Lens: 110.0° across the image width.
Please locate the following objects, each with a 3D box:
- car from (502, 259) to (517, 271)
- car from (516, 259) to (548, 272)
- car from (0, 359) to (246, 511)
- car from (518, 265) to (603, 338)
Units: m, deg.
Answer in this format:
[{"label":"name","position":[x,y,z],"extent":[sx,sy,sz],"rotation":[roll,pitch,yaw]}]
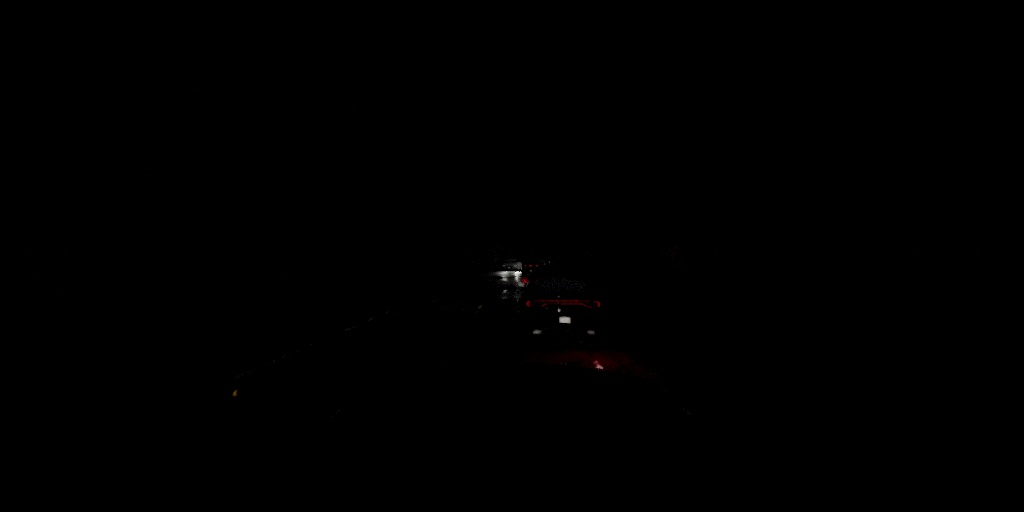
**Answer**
[{"label":"car","position":[0.019,1.051,42.538],"extent":[1.812,1.442,4.674],"rotation":[0,0,8]},{"label":"car","position":[1.954,1.070,33.566],"extent":[2.128,1.511,4.902],"rotation":[0,0,8]},{"label":"car","position":[-3.051,1.278,1.037],"extent":[1.812,1.442,4.674],"rotation":[0,0,0]},{"label":"car","position":[1.197,1.186,10.035],"extent":[1.882,1.535,5.008],"rotation":[0,0,2]}]
